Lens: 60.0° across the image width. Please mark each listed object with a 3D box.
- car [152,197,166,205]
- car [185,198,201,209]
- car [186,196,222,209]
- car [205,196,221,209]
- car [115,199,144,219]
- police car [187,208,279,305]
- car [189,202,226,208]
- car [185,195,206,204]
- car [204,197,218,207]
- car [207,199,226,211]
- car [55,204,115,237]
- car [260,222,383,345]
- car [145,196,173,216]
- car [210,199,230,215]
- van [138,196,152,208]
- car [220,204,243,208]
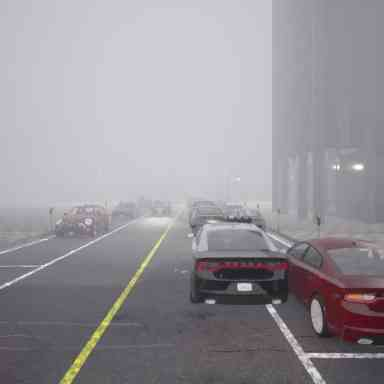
[{"bbox_3d":[-5.590,1.512,57.241,2.008,1.369,4.403,0,0,0],"label":"car"},{"bbox_3d":[0.169,1.521,45.849,2.033,1.411,5.357,0,0,1],"label":"car"},{"bbox_3d":[0.821,1.344,24.161,2.097,1.767,4.553,0,0,0],"label":"car"},{"bbox_3d":[2.900,1.414,45.934,1.967,1.590,4.097,0,0,0],"label":"car"},{"bbox_3d":[-5.677,1.555,29.037,1.947,1.339,4.313,0,0,0],"label":"car"},{"bbox_3d":[0.911,1.426,8.300,1.930,1.638,5.238,0,0,0],"label":"police car"},{"bbox_3d":[0.891,1.501,18.190,1.837,1.490,4.892,0,0,0],"label":"car"},{"bbox_3d":[0.762,1.442,64.739,1.882,1.535,5.008,0,0,32],"label":"car"},{"bbox_3d":[2.918,1.519,51.575,2.008,1.369,4.403,0,0,0],"label":"car"},{"bbox_3d":[2.883,1.530,40.293,2.008,1.369,4.403,0,0,0],"label":"car"},{"bbox_3d":[-5.713,1.435,17.754,1.967,1.590,4.097,0,0,0],"label":"car"},{"bbox_3d":[2.778,1.544,6.449,1.887,1.381,4.507,0,0,0],"label":"car"},{"bbox_3d":[-2.902,1.478,32.341,2.128,1.511,4.902,0,0,0],"label":"car"},{"bbox_3d":[2.866,1.510,34.822,1.752,1.417,4.829,0,0,0],"label":"car"},{"bbox_3d":[-5.643,1.321,40.318,1.690,1.788,3.998,0,0,0],"label":"van"},{"bbox_3d":[2.813,1.546,17.730,2.008,1.369,4.403,0,0,0],"label":"car"}]
